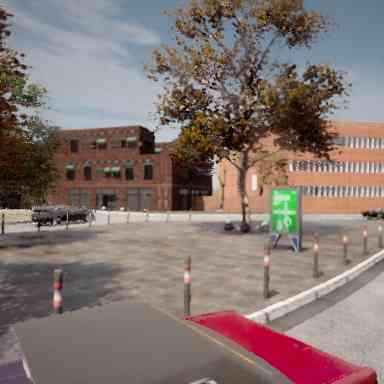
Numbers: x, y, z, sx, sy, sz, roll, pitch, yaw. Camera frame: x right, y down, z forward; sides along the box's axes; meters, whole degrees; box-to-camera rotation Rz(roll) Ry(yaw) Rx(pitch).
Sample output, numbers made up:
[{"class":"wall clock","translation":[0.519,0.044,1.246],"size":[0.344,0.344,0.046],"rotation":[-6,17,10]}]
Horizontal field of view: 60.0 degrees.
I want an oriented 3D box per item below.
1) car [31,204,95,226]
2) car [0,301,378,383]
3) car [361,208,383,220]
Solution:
[{"class":"car","translation":[-9.676,1.696,25.418],"size":[2.128,1.511,4.902],"rotation":[0,-1,33]},{"class":"car","translation":[-0.894,1.615,2.089],"size":[4.718,1.301,1.895],"rotation":[1,-1,-35]},{"class":"car","translation":[21.459,2.401,36.952],"size":[4.718,1.301,1.895],"rotation":[1,-1,-11]}]
